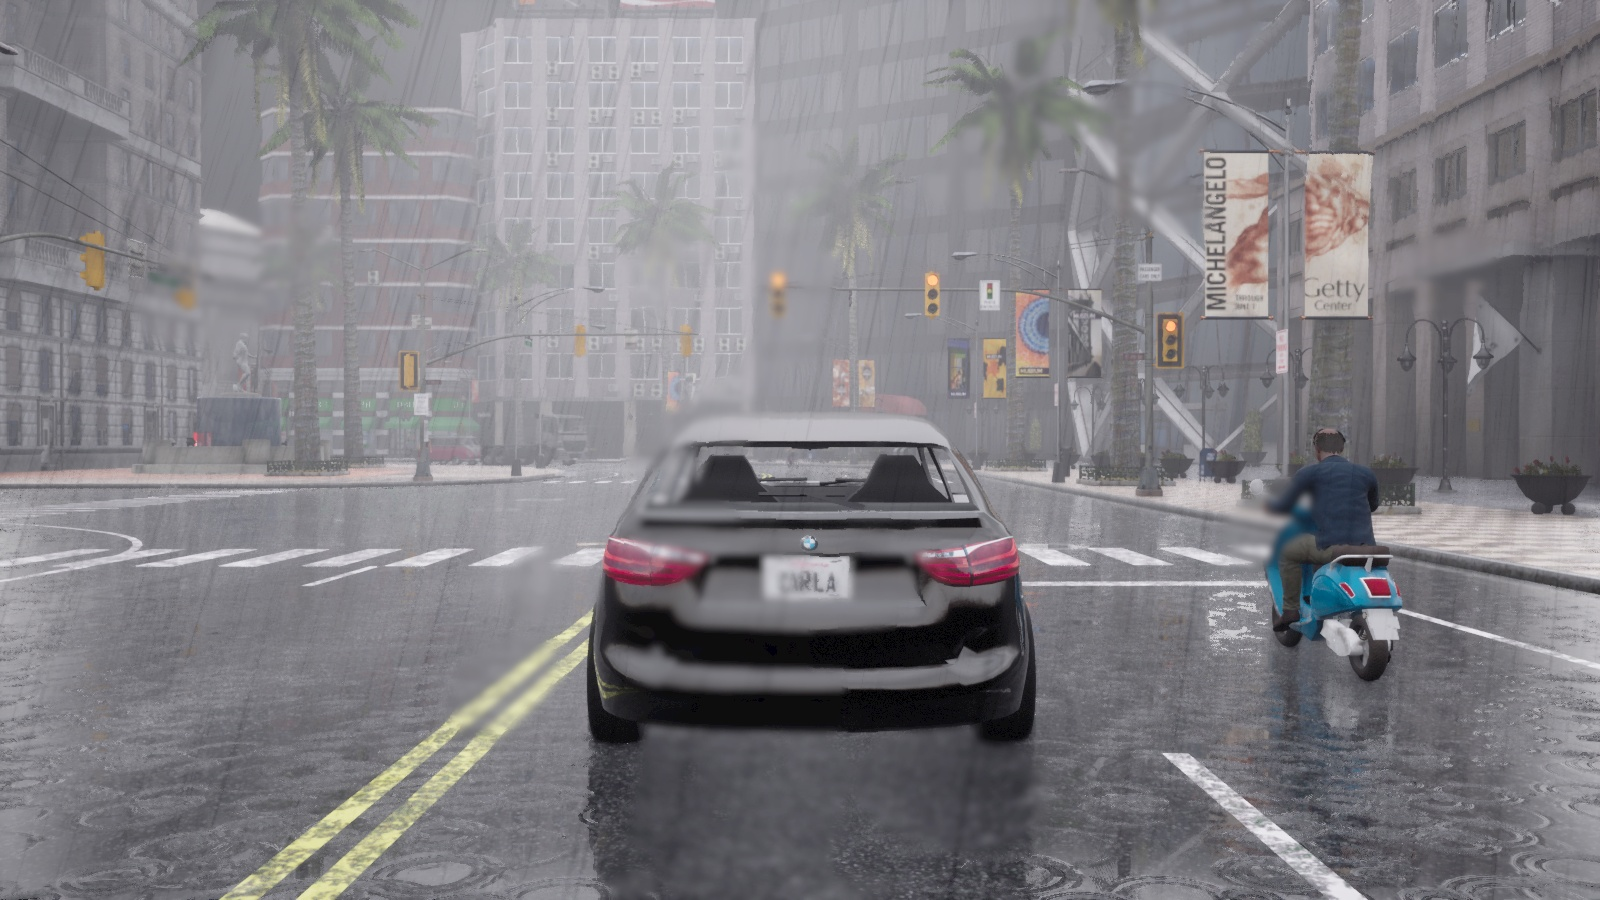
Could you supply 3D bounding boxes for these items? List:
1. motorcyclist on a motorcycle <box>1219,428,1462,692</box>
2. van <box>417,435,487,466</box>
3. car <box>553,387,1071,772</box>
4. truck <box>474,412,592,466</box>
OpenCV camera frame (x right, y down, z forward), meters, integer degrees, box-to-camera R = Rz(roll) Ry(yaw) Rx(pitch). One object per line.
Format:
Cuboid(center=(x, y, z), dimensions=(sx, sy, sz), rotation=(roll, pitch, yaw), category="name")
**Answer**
Cuboid(center=(3.552, 0.655, 8.461), dimensions=(0.866, 1.590, 1.817), rotation=(0, 0, 1), category="motorcyclist on a motorcycle")
Cuboid(center=(-22.889, 0.015, 82.494), dimensions=(4.442, 1.987, 1.775), rotation=(0, 0, 29), category="van")
Cuboid(center=(0.062, 0.547, 7.745), dimensions=(2.242, 1.667, 4.611), rotation=(0, 0, 0), category="car")
Cuboid(center=(-17.805, -0.721, 83.430), dimensions=(7.936, 3.462, 2.891), rotation=(0, 0, 33), category="truck")
